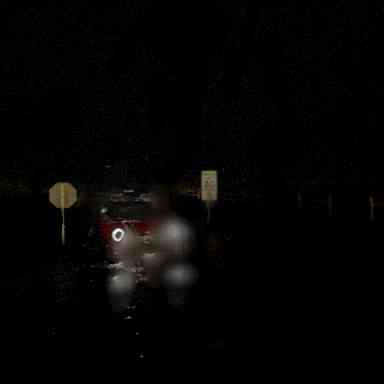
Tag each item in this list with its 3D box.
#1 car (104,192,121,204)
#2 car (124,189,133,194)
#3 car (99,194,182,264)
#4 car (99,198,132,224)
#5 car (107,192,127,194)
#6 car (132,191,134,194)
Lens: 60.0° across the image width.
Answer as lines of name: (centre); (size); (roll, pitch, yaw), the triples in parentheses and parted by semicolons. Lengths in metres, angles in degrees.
car: (-10.360, 0.687, 43.349); (1.994, 1.385, 4.181); (-1, 1, -13)
car: (-10.992, 0.312, 57.526); (1.837, 1.490, 4.892); (-1, 1, -14)
car: (-1.892, 1.117, 11.053); (2.097, 1.767, 4.553); (-1, 1, -20)
car: (-5.064, 1.154, 21.976); (1.895, 1.301, 4.718); (-1, 1, -14)
car: (-7.832, 0.930, 33.138); (1.895, 1.301, 4.718); (-1, 1, -14)
car: (-4.332, 0.868, 31.148); (1.812, 1.442, 4.674); (-1, 1, -14)
